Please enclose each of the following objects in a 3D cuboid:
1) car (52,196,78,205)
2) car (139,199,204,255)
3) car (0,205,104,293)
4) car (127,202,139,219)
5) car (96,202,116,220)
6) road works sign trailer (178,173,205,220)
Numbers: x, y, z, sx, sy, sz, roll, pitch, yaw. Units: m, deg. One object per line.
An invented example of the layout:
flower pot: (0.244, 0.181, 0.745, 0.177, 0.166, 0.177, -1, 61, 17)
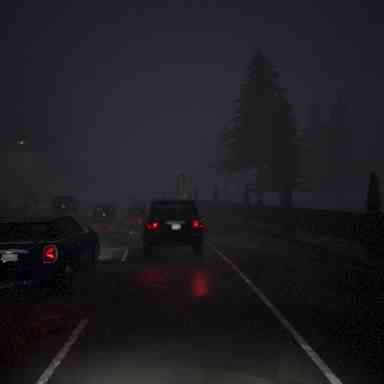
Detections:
car: (-12.155, 1.378, 31.807, 2.150, 2.045, 5.566, 0, 0, -18)
car: (-0.962, 1.281, 13.809, 2.150, 2.045, 5.566, 0, 0, -9)
car: (-3.961, 1.398, 9.060, 2.097, 1.767, 4.553, 0, 0, -4)
car: (-4.959, 1.619, 30.713, 1.882, 1.535, 5.008, 0, 0, -9)
car: (-7.696, 1.629, 29.071, 2.128, 1.511, 4.902, 0, 0, -16)
road works sign trailer: (-0.505, 0.561, 22.310, 2.880, 3.560, 2.380, 0, 0, -11)
